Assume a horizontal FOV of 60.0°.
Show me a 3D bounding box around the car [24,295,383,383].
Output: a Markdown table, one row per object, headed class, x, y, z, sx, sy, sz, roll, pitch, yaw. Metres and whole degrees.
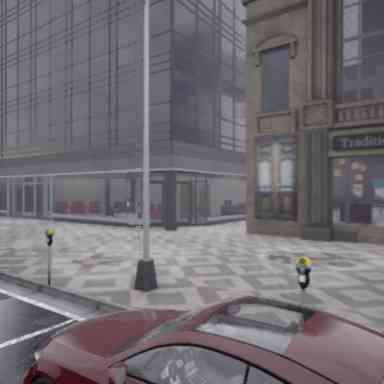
| class | x | y | z | sx | sy | sz | roll | pitch | yaw |
| --- | --- | --- | --- | --- | --- | --- | --- | --- | --- |
| car | 0.341 | 1.582 | 2.717 | 4.206 | 1.307 | 1.802 | 0 | 0 | 35 |
